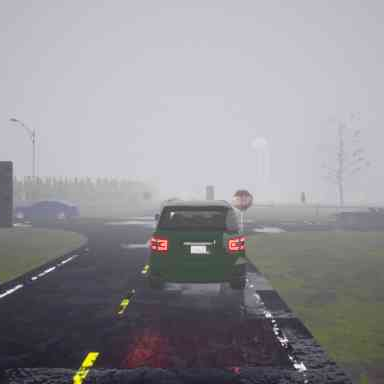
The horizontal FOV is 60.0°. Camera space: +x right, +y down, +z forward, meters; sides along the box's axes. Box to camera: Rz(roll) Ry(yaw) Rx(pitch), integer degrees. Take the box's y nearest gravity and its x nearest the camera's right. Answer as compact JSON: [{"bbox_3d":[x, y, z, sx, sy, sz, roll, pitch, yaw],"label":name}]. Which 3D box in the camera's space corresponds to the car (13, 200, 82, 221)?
[{"bbox_3d":[-11.017,1.327,25.337,5.008,1.535,1.882,1,1,0],"label":"car"}]

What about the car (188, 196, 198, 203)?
[{"bbox_3d":[0.282,1.618,70.145,2.033,1.411,5.357,0,0,0],"label":"car"}]

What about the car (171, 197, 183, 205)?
[{"bbox_3d":[-2.668,1.599,59.955,2.033,1.411,5.357,0,0,0],"label":"car"}]

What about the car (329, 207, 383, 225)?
[{"bbox_3d":[13.093,1.796,25.358,4.718,1.301,1.895,1,1,0],"label":"car"}]

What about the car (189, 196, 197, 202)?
[{"bbox_3d":[0.205,1.618,80.595,1.812,1.442,4.674,0,0,0],"label":"car"}]

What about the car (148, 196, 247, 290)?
[{"bbox_3d":[0.111,1.222,9.198,2.150,2.045,5.566,0,0,0],"label":"car"}]

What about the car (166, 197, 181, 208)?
[{"bbox_3d":[-2.713,1.560,49.457,1.812,1.442,4.674,0,0,1],"label":"car"}]

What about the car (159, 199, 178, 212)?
[{"bbox_3d":[-2.733,1.586,39.487,1.994,1.385,4.181,0,0,0],"label":"car"}]
